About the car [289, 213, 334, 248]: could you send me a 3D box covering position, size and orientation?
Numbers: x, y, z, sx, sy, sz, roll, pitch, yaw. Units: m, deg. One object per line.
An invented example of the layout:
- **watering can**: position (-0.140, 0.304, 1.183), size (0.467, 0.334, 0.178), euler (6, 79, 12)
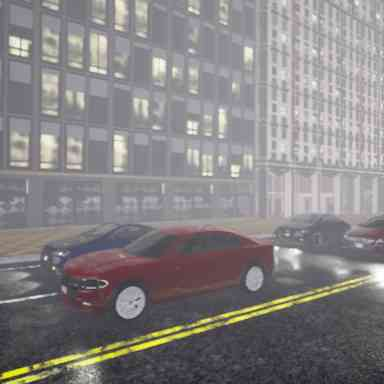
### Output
- **car**: position (5.825, 1.724, 15.816), size (4.181, 1.385, 1.994), euler (1, 0, -36)

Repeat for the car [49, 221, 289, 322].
- **car**: position (-0.276, 1.523, 7.480), size (5.008, 1.535, 1.882), euler (1, -1, -36)

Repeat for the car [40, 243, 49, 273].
- **car**: position (-2.270, 1.608, 10.050), size (4.181, 1.385, 1.994), euler (1, 0, -36)

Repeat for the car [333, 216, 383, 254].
- **car**: position (7.930, 1.689, 13.331), size (4.674, 1.442, 1.812), euler (1, 0, -35)
